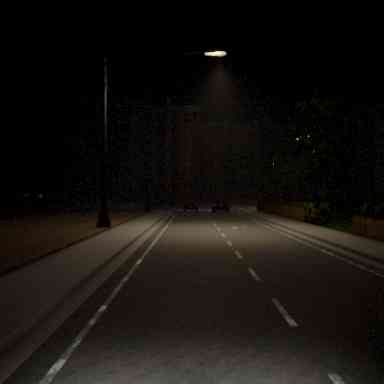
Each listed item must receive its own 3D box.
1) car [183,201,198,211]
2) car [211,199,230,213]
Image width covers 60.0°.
[{"bbox_3d":[-0.185,1.953,46.424,1.994,1.385,4.181,0,-1,-3],"label":"car"},{"bbox_3d":[3.619,1.683,42.822,2.097,1.767,4.553,0,-1,1],"label":"car"}]
